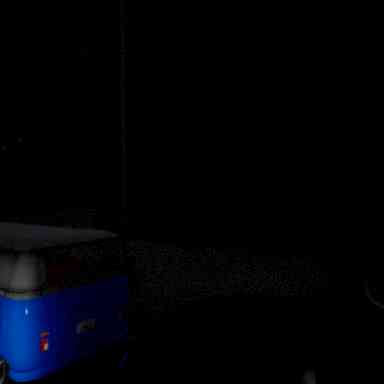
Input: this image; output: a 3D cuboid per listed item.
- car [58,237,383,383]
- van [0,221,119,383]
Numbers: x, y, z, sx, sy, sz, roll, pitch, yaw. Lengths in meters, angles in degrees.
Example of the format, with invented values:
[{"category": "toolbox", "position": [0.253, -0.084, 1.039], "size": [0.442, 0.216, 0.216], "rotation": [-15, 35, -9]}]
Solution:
[{"category": "car", "position": [1.722, 1.312, 1.853], "size": [5.009, 1.841, 2.192], "rotation": [-1, 0, 35]}, {"category": "van", "position": [-2.774, 1.381, 5.060], "size": [3.998, 1.788, 1.690], "rotation": [-1, 0, 35]}]
